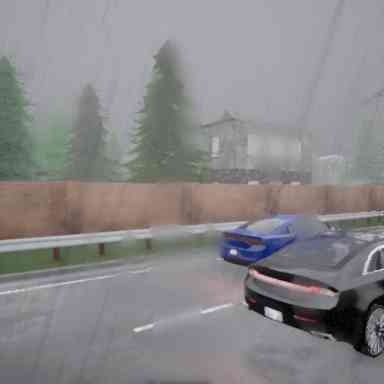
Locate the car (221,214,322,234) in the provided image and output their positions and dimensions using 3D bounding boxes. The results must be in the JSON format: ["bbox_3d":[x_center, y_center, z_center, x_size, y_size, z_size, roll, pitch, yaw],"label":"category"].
[{"bbox_3d":[3.128,1.430,10.270,5.008,1.535,1.882,0,0,-35],"label":"car"}]

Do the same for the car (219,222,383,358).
[{"bbox_3d":[3.110,1.460,5.979,4.902,1.511,2.128,0,0,-35],"label":"car"}]
